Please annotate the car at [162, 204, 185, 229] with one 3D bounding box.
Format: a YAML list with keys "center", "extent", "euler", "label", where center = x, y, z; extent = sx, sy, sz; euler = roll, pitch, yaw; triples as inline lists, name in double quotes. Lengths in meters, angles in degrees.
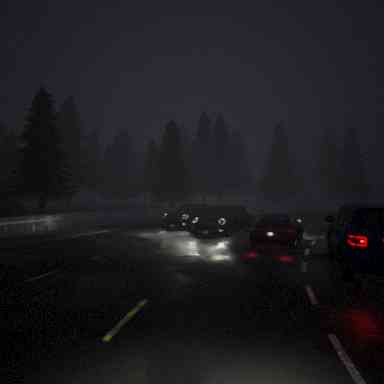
- center: [-0.061, 1.557, 22.796]
  extent: [2.097, 1.767, 4.553]
  euler: [0, -1, 33]
  label: "car"

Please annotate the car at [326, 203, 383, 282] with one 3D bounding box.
- center: [5.400, 1.344, 9.975]
  extent: [2.150, 2.045, 5.566]
  euler: [0, -1, 17]
  label: "car"

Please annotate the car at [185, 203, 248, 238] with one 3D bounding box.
- center: [1.805, 1.535, 19.134]
  extent: [2.097, 1.767, 4.553]
  euler: [0, -1, 30]
  label: "car"

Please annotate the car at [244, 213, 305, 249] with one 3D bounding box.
- center: [4.083, 1.729, 15.608]
  extent: [1.994, 1.385, 4.181]
  euler: [0, -1, 24]
  label: "car"

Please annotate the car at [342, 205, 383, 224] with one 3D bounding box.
- center: [15.235, 1.920, 29.358]
  extent: [4.181, 1.385, 1.994]
  euler: [1, -1, -39]
  label: "car"
